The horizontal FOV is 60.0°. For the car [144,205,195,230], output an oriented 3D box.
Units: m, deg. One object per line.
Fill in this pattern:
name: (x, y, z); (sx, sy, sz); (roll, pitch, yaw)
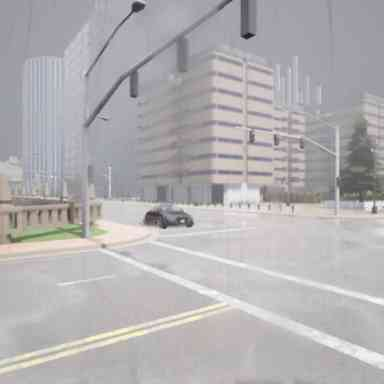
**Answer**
car: (-1.548, 1.546, 21.401); (1.994, 1.385, 4.181); (0, 0, -30)

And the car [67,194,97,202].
car: (-12.297, 1.202, 37.015); (2.150, 2.045, 5.566); (0, 0, -35)
